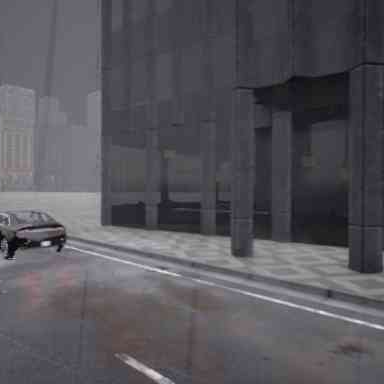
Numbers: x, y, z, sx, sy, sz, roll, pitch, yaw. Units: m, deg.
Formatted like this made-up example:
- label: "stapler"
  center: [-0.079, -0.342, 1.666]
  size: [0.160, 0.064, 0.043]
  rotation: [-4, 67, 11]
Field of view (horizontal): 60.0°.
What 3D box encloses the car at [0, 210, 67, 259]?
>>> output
- label: "car"
  center: [-6.464, 1.445, 12.452]
  size: [4.902, 1.511, 2.128]
  rotation: [0, 0, 44]
